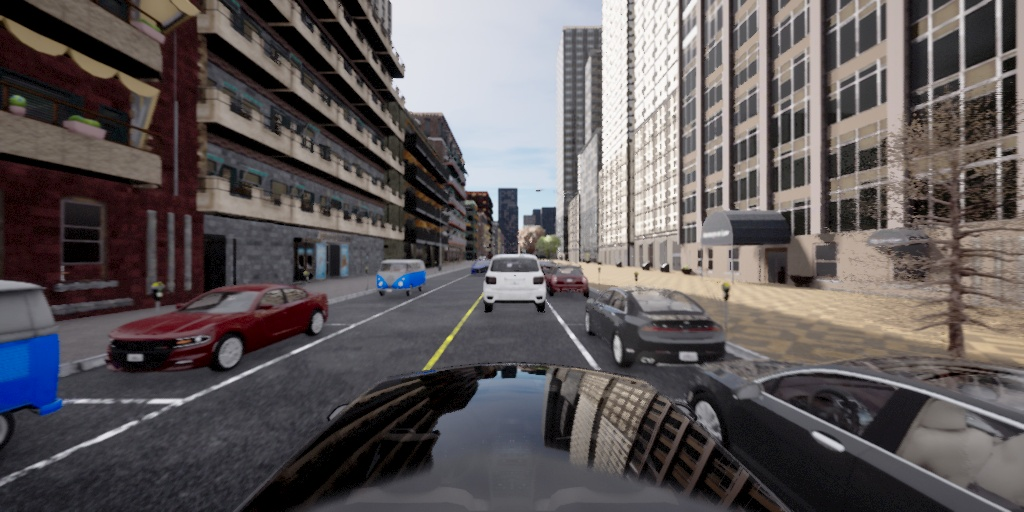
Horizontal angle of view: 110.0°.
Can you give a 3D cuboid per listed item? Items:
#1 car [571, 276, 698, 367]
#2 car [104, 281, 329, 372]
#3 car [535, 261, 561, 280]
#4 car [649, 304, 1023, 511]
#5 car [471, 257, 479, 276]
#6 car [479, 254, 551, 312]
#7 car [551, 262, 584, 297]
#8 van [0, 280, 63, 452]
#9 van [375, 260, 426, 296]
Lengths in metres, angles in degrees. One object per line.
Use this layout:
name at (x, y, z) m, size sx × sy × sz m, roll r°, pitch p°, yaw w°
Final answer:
car at (2.692, 1.294, 7.661) m, size 2.007 × 1.370 × 4.403 m, roll 0°, pitch 0°, yaw 0°
car at (-5.690, 1.288, 7.661) m, size 1.888 × 1.381 × 4.507 m, roll 0°, pitch 0°, yaw 0°
car at (3.147, 1.228, 32.442) m, size 1.837 × 1.490 × 4.892 m, roll 0°, pitch 0°, yaw 0°
car at (2.691, 1.300, 2.137) m, size 2.007 × 1.370 × 4.403 m, roll 0°, pitch 0°, yaw 0°
car at (-3.096, 1.200, 36.956) m, size 1.882 × 1.535 × 5.008 m, roll 0°, pitch 0°, yaw 0°
car at (0.094, 0.958, 14.254) m, size 2.150 × 2.045 × 5.566 m, roll 0°, pitch 0°, yaw 0°
car at (2.692, 1.172, 18.705) m, size 1.967 × 1.591 × 4.097 m, roll 0°, pitch 0°, yaw 0°
van at (-5.690, 1.090, 2.138) m, size 1.690 × 1.789 × 3.998 m, roll 0°, pitch 0°, yaw 0°
van at (-5.690, 1.073, 18.706) m, size 1.690 × 1.789 × 3.998 m, roll 0°, pitch 0°, yaw 0°
